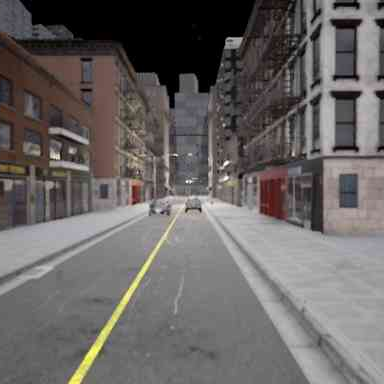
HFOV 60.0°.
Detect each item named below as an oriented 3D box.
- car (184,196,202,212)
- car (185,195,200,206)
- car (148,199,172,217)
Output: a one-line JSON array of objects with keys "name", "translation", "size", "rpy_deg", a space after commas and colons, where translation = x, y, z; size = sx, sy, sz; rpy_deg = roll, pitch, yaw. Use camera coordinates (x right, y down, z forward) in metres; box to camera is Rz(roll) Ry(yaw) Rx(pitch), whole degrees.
[{"name": "car", "translation": [0.129, 1.430, 36.467], "size": [2.033, 1.411, 5.357], "rpy_deg": [0, 0, -1]}, {"name": "car", "translation": [0.123, 1.324, 51.263], "size": [2.128, 1.511, 4.902], "rpy_deg": [0, 0, 0]}, {"name": "car", "translation": [-2.816, 1.394, 30.259], "size": [2.128, 1.511, 4.902], "rpy_deg": [0, 0, 0]}]
